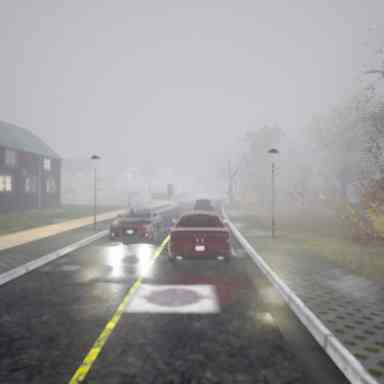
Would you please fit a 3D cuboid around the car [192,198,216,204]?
[{"bbox_3d":[1.075,1.330,29.871,1.837,1.490,4.892,0,0,3],"label":"car"}]

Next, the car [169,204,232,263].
[{"bbox_3d":[0.284,1.395,11.714,1.882,1.535,5.008,0,0,1],"label":"car"}]

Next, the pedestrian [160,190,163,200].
[{"bbox_3d":[-5.780,0.522,63.657,0.375,1.860,0.375,0,-3,5],"label":"pedestrian"}]

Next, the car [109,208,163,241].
[{"bbox_3d":[-2.538,1.455,15.912,1.994,1.385,4.181,0,0,2],"label":"car"}]
